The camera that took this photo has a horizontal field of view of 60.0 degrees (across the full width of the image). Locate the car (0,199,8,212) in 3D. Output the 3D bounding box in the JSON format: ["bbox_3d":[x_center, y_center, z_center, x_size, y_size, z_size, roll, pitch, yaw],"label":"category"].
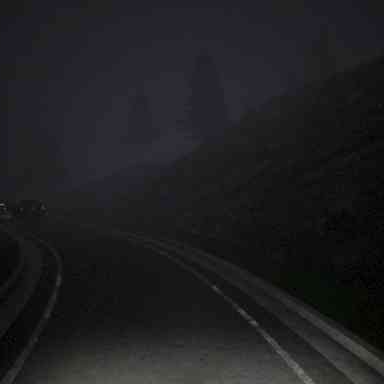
[{"bbox_3d":[-21.826,1.553,37.453,4.902,1.511,2.128,0,0,43],"label":"car"}]

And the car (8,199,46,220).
[{"bbox_3d":[-14.056,1.378,28.538,2.097,1.767,4.553,-1,0,-36],"label":"car"}]
